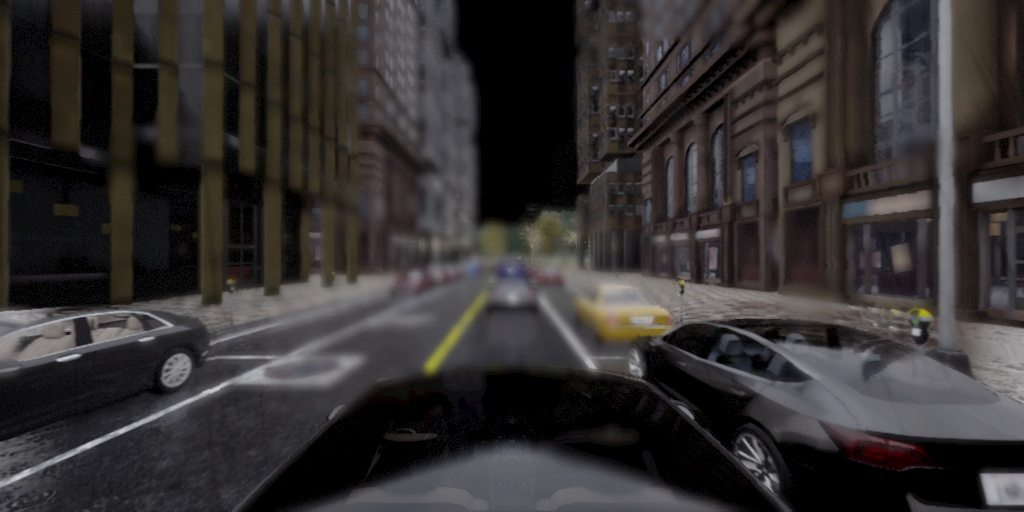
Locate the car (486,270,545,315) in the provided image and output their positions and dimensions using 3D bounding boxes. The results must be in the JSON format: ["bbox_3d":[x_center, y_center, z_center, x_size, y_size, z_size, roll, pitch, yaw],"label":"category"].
[{"bbox_3d":[0.045,1.444,14.311,1.994,1.385,4.181,0,0,1],"label":"car"}]

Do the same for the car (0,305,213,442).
[{"bbox_3d":[-5.763,1.323,4.068,2.007,1.370,4.403,0,0,0],"label":"car"}]

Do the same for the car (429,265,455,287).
[{"bbox_3d":[-5.767,1.467,26.739,1.967,1.591,4.097,0,0,0],"label":"car"}]

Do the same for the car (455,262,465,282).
[{"bbox_3d":[-5.768,1.539,32.408,1.967,1.591,4.097,0,0,0],"label":"car"}]

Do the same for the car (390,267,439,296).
[{"bbox_3d":[-5.766,1.540,21.072,1.802,1.307,4.207,0,0,0],"label":"car"}]

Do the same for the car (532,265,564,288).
[{"bbox_3d":[2.758,1.467,26.711,1.967,1.591,4.097,0,0,0],"label":"car"}]

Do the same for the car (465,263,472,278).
[{"bbox_3d":[-5.769,1.725,38.077,2.007,1.370,4.403,0,0,0],"label":"car"}]

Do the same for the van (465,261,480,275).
[{"bbox_3d":[-5.771,1.668,49.415,1.690,1.789,3.998,0,0,0],"label":"van"}]

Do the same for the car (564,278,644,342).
[{"bbox_3d":[2.761,1.356,9.876,1.751,1.417,4.829,0,0,0],"label":"car"}]

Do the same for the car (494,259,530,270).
[{"bbox_3d":[0.027,1.267,28.056,2.150,2.045,5.566,0,0,1],"label":"car"}]

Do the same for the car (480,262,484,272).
[{"bbox_3d":[-5.772,1.988,55.082,1.802,1.307,4.207,0,0,0],"label":"car"}]

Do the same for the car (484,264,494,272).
[{"bbox_3d":[-3.052,2.022,59.720,2.033,1.411,5.357,0,-1,1],"label":"car"}]

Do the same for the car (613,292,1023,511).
[{"bbox_3d":[2.762,1.338,4.039,1.948,1.339,4.313,0,0,0],"label":"car"}]

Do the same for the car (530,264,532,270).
[{"bbox_3d":[2.756,1.756,38.048,1.802,1.307,4.207,0,0,0],"label":"car"}]
